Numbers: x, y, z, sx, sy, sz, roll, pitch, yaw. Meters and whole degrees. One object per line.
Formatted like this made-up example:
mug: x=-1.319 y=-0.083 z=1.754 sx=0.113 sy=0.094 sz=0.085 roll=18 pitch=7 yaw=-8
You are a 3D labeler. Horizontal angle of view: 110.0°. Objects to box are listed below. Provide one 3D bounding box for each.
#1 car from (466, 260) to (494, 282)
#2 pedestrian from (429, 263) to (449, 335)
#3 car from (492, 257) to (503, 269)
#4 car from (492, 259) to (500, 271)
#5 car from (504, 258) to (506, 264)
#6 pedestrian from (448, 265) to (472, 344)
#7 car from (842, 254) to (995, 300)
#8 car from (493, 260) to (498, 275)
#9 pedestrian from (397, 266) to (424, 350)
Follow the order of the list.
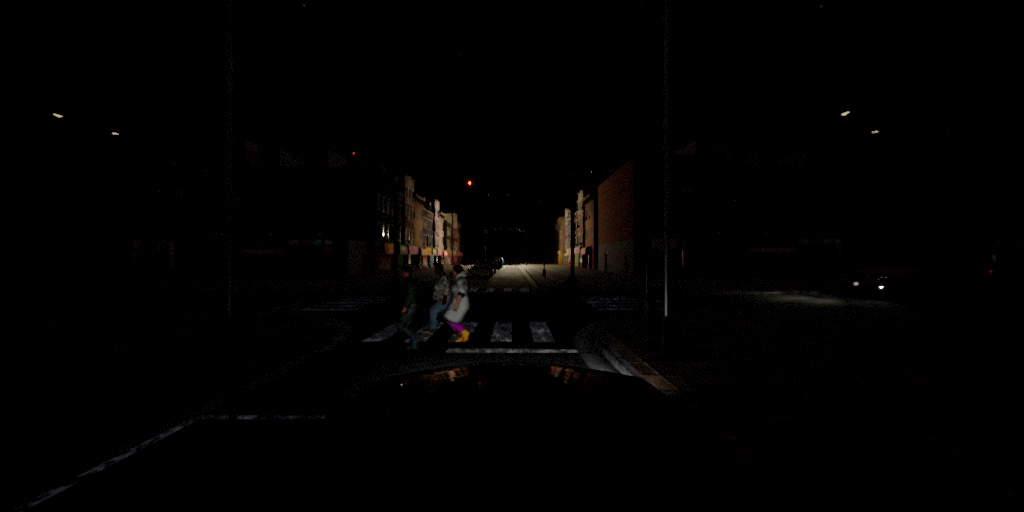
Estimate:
car: x=-2.655 y=1.289 z=28.852 sx=1.751 sy=1.417 sz=4.829 roll=0 pitch=0 yaw=0
pedestrian: x=-1.727 y=1.043 z=8.759 sx=0.375 sy=1.860 sz=0.375 roll=0 pitch=0 yaw=0
car: x=-2.669 y=1.243 z=51.442 sx=1.967 sy=1.591 sz=4.097 roll=0 pitch=0 yaw=0
car: x=-2.662 y=1.362 z=40.232 sx=1.802 sy=1.307 sz=4.207 roll=0 pitch=0 yaw=0
car: x=-2.677 y=1.146 z=62.653 sx=2.192 sy=1.841 sz=5.009 roll=0 pitch=0 yaw=0
pedestrian: x=-1.166 y=1.044 z=8.160 sx=0.375 sy=1.860 sz=0.375 roll=0 pitch=0 yaw=0
car: x=18.932 y=0.944 z=16.845 sx=5.566 sy=2.045 sz=2.150 roll=0 pitch=0 yaw=0
car: x=-2.658 y=1.316 z=34.627 sx=1.888 sy=1.381 sz=4.507 roll=0 pitch=0 yaw=0
pedestrian: x=-2.155 y=1.044 z=7.560 sx=0.375 sy=1.860 sz=0.375 roll=0 pitch=0 yaw=0
